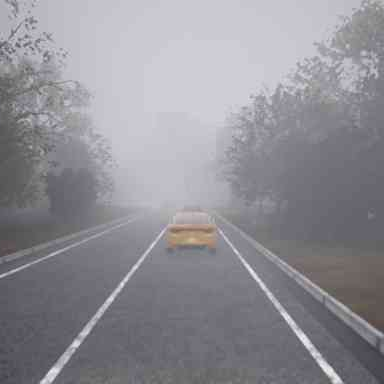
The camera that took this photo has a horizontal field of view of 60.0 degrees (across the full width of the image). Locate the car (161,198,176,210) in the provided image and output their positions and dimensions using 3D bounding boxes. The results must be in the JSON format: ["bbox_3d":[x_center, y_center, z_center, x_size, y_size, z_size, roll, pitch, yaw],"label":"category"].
[{"bbox_3d":[-3.519,1.768,50.658,2.097,1.767,4.553,0,0,0],"label":"car"}]

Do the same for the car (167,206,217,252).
[{"bbox_3d":[0.000,1.601,14.475,1.882,1.535,5.008,0,0,0],"label":"car"}]
